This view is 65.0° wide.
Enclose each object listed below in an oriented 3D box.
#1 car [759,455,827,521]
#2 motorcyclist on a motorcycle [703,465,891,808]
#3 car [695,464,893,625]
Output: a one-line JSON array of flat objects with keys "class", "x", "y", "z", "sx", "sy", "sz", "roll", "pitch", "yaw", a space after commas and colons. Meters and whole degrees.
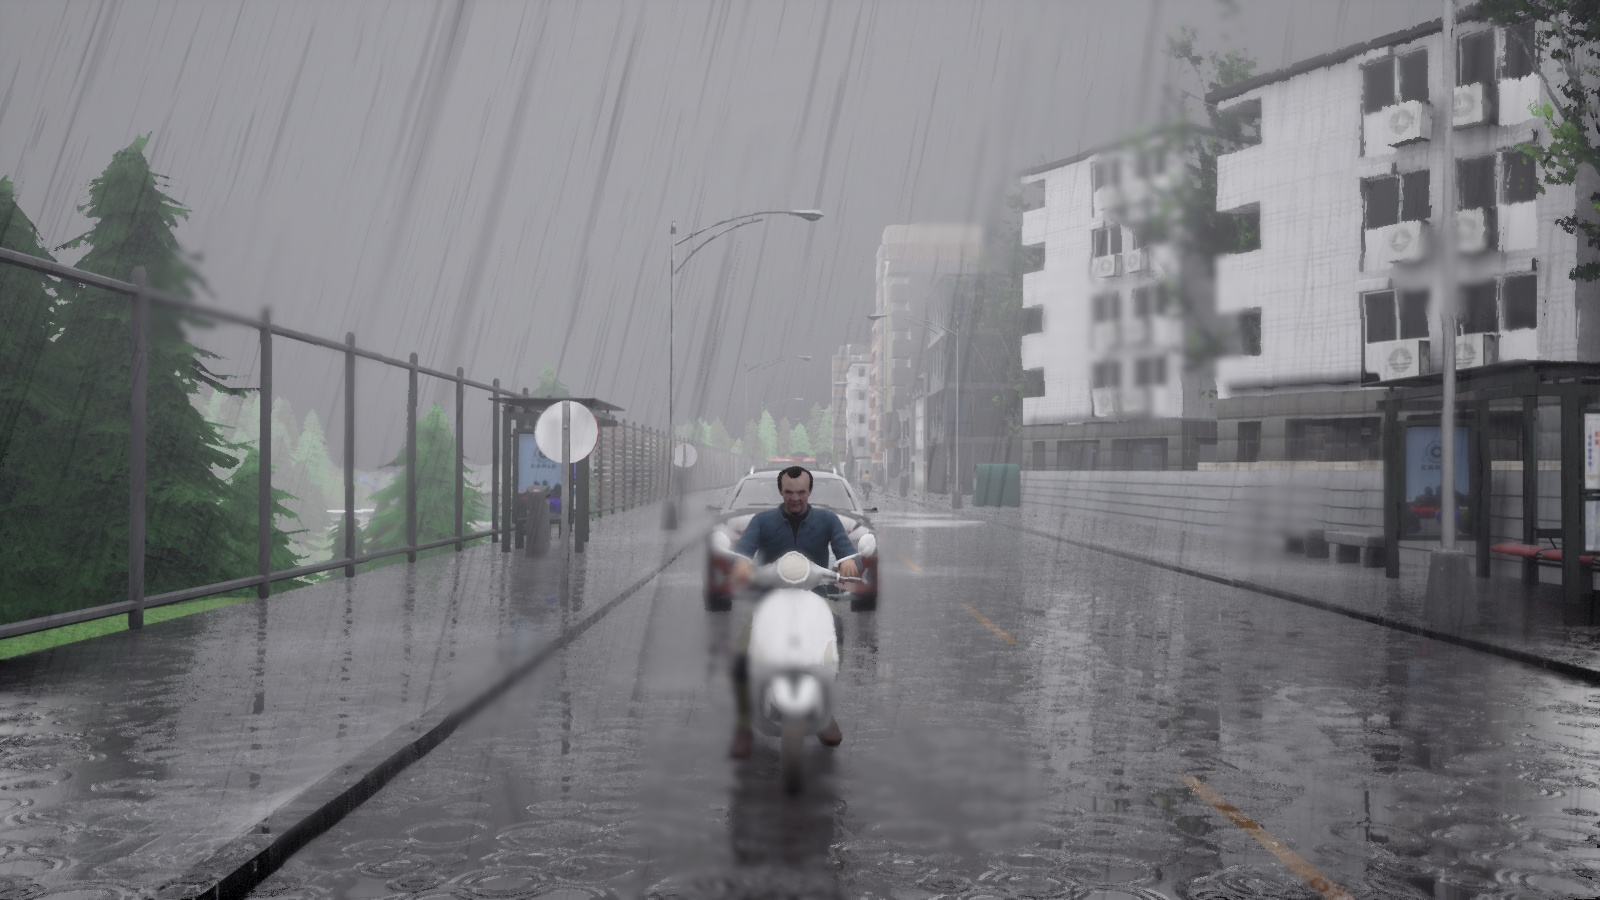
[{"class": "car", "x": -0.235, "y": 1.242, "z": 42.249, "sx": 2.150, "sy": 2.045, "sz": 5.566, "roll": 0, "pitch": -1, "yaw": 0}, {"class": "motorcyclist on a motorcycle", "x": -0.021, "y": 0.881, "z": 6.750, "sx": 0.866, "sy": 1.590, "sz": 1.817, "roll": 0, "pitch": -1, "yaw": 0}, {"class": "car", "x": -0.074, "y": 1.001, "z": 15.350, "sx": 2.033, "sy": 1.649, "sz": 4.856, "roll": 0, "pitch": -1, "yaw": 0}]
